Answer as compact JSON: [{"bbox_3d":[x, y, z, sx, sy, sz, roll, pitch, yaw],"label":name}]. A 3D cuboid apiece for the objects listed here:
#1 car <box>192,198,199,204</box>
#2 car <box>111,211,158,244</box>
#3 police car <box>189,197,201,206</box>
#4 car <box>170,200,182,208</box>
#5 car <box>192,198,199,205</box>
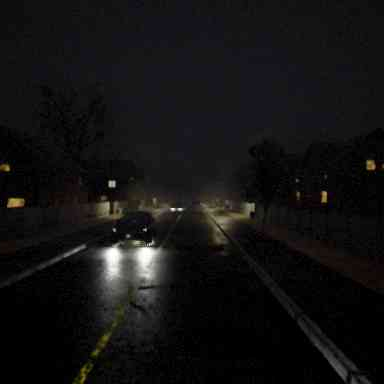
[{"bbox_3d":[0.929,2.390,89.469,1.801,1.575,5.366,0,-1,0],"label":"car"},{"bbox_3d":[-2.829,1.716,17.115,1.812,1.442,4.674,0,-1,0],"label":"car"},{"bbox_3d":[0.911,2.202,73.386,1.930,1.638,5.238,0,-1,0],"label":"police car"},{"bbox_3d":[-2.729,2.194,58.923,1.994,1.385,4.181,0,-1,1],"label":"car"},{"bbox_3d":[0.922,2.331,83.469,1.801,1.575,5.366,0,-1,0],"label":"car"}]
